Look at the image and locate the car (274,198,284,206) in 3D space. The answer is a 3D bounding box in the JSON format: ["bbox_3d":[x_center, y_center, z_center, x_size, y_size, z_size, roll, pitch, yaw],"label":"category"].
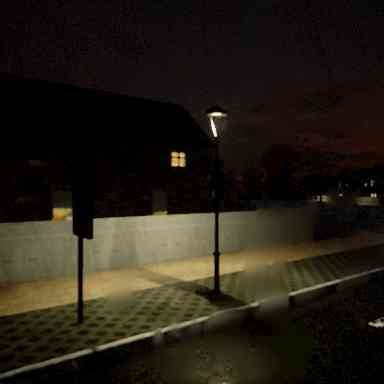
[{"bbox_3d":[15.029,1.704,57.872,1.994,1.385,4.181,0,0,0],"label":"car"}]
